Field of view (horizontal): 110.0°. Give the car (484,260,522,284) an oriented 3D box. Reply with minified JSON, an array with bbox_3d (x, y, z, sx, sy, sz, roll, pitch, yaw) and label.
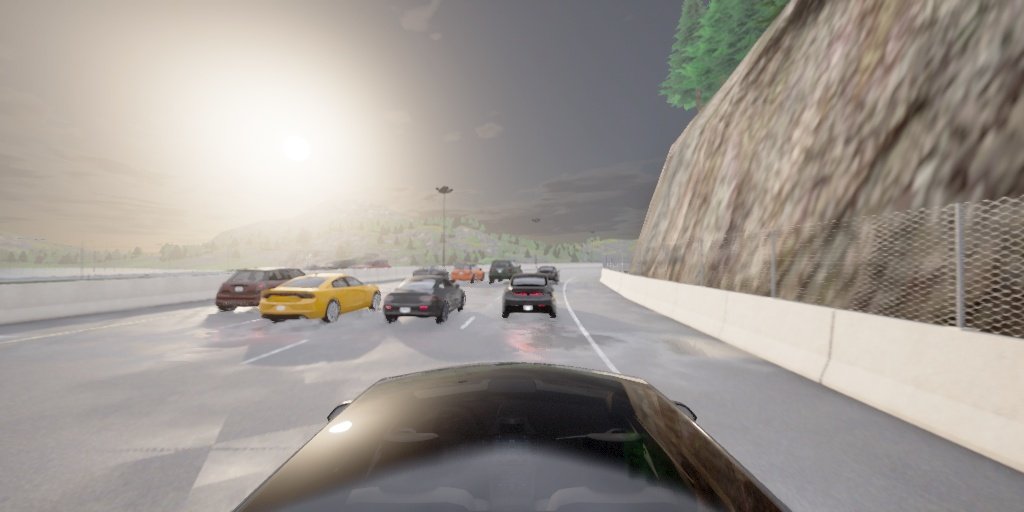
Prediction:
[{"bbox_3d":[-0.482,1.359,31.302,2.150,2.045,5.566,0,-1,10],"label":"car"}]

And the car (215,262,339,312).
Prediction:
[{"bbox_3d":[-9.703,1.255,15.097,2.097,1.767,4.553,0,-1,5],"label":"car"}]

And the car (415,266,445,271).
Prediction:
[{"bbox_3d":[-7.332,1.631,32.603,2.128,1.511,4.902,0,-1,10],"label":"car"}]

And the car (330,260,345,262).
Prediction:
[{"bbox_3d":[-22.431,1.507,46.360,2.150,2.045,5.566,0,-1,14],"label":"car"}]

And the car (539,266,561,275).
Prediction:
[{"bbox_3d":[3.228,1.659,31.934,1.837,1.490,4.892,0,-1,11],"label":"car"}]

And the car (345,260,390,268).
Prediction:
[{"bbox_3d":[-16.373,1.456,41.688,2.150,2.045,5.566,0,0,13],"label":"car"}]

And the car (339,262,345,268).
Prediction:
[{"bbox_3d":[-19.309,1.815,44.486,2.033,1.411,5.357,0,-1,14],"label":"car"}]

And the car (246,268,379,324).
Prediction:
[{"bbox_3d":[-6.404,1.357,12.661,1.882,1.535,5.008,0,-1,4],"label":"car"}]

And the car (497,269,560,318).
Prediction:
[{"bbox_3d":[0.714,1.418,13.874,1.837,1.490,4.892,0,0,5],"label":"car"}]

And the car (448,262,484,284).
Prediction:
[{"bbox_3d":[-3.860,1.493,32.114,2.097,1.767,4.553,0,-1,10],"label":"car"}]

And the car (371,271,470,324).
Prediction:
[{"bbox_3d":[-2.909,1.412,12.562,1.812,1.442,4.674,0,-1,4],"label":"car"}]
